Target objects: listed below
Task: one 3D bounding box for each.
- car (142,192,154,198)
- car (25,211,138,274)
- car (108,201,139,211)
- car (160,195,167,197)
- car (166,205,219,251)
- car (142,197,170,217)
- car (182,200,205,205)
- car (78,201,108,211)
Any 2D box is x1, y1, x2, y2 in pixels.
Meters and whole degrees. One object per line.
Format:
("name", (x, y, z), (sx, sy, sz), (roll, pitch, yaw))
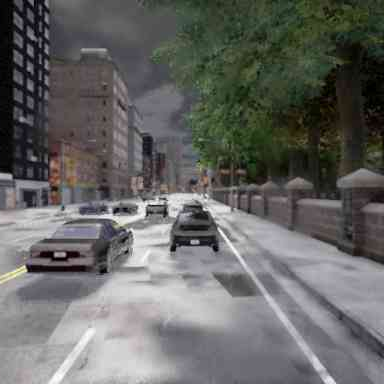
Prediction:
("car", (-9.737, 1.120, 74.570), (2.150, 2.045, 5.566), (0, 0, 0))
("car", (-3.150, 1.541, 10.444), (2.033, 1.411, 5.357), (0, 0, 0))
("car", (-6.591, 1.591, 33.120), (1.895, 1.301, 4.718), (0, 0, 0))
("car", (-6.487, 1.435, 74.599), (2.033, 1.411, 5.357), (0, 0, 0))
("car", (0.102, 1.497, 14.054), (1.837, 1.490, 4.892), (0, 0, 0))
("car", (-3.144, 1.481, 30.866), (2.128, 1.511, 4.902), (0, 0, 0))
("car", (0.105, 1.495, 30.908), (1.837, 1.490, 4.892), (0, 0, 0))
("car", (-9.840, 1.591, 33.521), (1.895, 1.301, 4.718), (0, 0, 0))
